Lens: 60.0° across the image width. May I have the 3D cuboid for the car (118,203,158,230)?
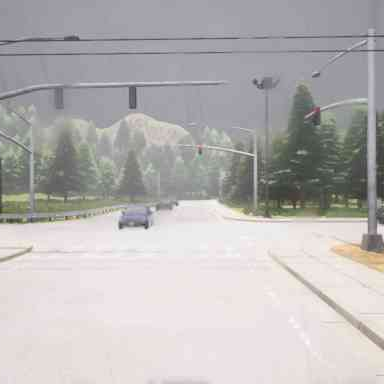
[{"bbox_3d":[-3.576,1.620,21.953,1.812,1.442,4.674,0,0,0],"label":"car"}]

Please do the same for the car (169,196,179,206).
[{"bbox_3d":[-3.408,1.517,56.721,2.097,1.767,4.553,0,0,1],"label":"car"}]

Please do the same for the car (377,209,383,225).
[{"bbox_3d":[14.611,1.362,22.105,4.553,1.767,2.097,0,0,1],"label":"car"}]

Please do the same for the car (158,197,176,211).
[{"bbox_3d":[-3.535,1.731,42.851,1.895,1.301,4.718,0,0,0],"label":"car"}]
